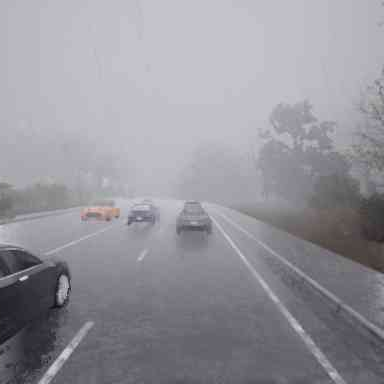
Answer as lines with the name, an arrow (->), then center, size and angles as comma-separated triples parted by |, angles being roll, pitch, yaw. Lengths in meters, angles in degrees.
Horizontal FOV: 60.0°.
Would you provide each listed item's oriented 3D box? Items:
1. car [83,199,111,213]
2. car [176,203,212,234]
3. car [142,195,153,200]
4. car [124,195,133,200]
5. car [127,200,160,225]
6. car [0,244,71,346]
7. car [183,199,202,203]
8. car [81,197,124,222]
car -> -10.671, 1.570, 37.681 | 1.994, 1.385, 4.181 | 0, 0, -1
car -> 0.102, 1.567, 19.346 | 1.994, 1.385, 4.181 | 0, 0, 0
car -> -9.101, 1.365, 67.347 | 2.097, 1.767, 4.553 | 0, 0, -9
car -> -15.437, 1.335, 79.942 | 1.994, 1.385, 4.181 | 0, 0, -14
car -> -3.385, 1.530, 23.695 | 1.812, 1.442, 4.674 | 0, 0, 0
car -> -3.399, 1.506, 4.951 | 1.837, 1.490, 4.892 | 0, 0, 0
car -> 0.040, 1.498, 37.129 | 2.128, 1.511, 4.902 | 0, 0, -1
car -> -7.106, 1.356, 26.140 | 2.097, 1.767, 4.553 | 0, 0, 0
